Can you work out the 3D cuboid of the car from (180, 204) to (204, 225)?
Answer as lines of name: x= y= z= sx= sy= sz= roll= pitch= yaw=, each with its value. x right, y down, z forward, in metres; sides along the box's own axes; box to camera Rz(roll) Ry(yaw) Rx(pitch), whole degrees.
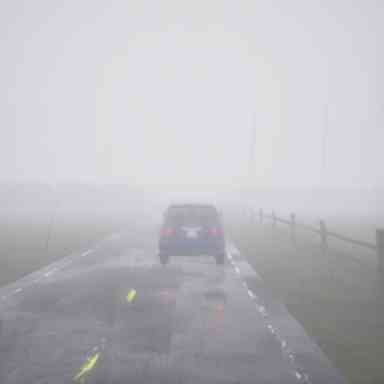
car: x=0.028 y=1.831 z=28.545 sx=1.837 sy=1.490 sz=4.892 roll=0 pitch=0 yaw=1

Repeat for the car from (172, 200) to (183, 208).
car: x=-2.757 y=2.268 z=65.317 sx=1.882 sy=1.535 sz=5.008 roll=0 pitch=-1 yaw=0

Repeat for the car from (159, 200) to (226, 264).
car: x=0.012 y=1.364 z=12.603 sx=2.150 sy=2.045 sz=5.566 roll=0 pitch=0 yaw=0
